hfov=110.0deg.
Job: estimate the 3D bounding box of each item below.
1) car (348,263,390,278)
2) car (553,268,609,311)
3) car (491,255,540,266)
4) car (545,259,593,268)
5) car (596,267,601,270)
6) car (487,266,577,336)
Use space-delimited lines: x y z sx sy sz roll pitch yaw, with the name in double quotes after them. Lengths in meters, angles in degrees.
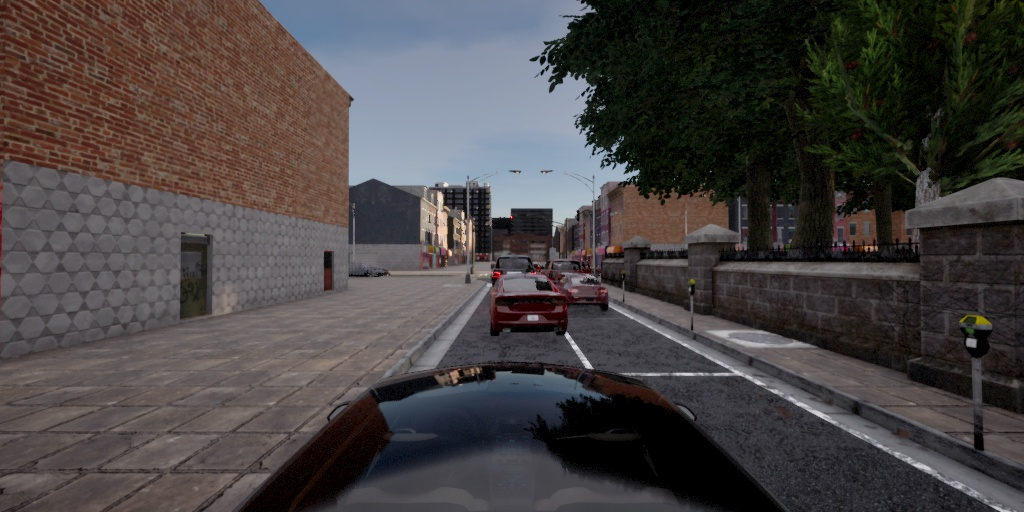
-13.543 1.284 31.346 5.357 1.411 2.033 0 -1 0 "car"
2.658 1.336 14.309 1.802 1.307 4.207 0 0 0 "car"
0.109 0.979 18.067 2.150 2.045 5.566 0 0 0 "car"
2.666 1.074 19.758 2.192 1.841 5.009 0 0 0 "car"
6.090 1.254 31.383 5.008 1.535 1.882 0 -1 0 "car"
0.292 1.230 10.471 1.882 1.535 5.008 0 0 -4 "car"
